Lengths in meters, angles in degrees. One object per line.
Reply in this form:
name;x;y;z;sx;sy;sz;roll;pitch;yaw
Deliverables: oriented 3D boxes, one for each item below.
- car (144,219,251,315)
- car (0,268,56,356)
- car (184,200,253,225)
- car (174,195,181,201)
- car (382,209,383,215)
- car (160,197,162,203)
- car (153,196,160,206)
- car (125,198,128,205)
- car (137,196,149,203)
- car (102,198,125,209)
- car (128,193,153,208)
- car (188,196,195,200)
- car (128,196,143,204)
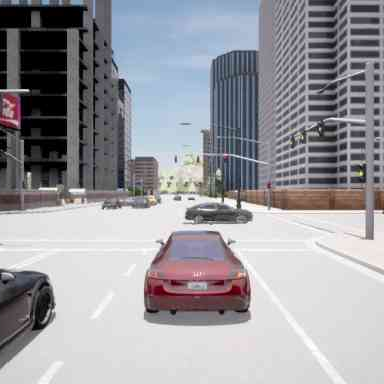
car;0.089;1.564;7.660;1.994;1.385;4.181;0;0;0
car;-3.413;1.564;4.244;1.994;1.385;4.181;0;0;0
car;1.867;1.505;23.766;4.892;1.490;1.837;0;0;0
car;-3.635;1.525;84.205;2.128;1.511;4.902;0;0;0
car;18.507;1.601;27.580;4.718;1.301;1.895;0;0;0
car;-7.106;1.505;66.552;1.837;1.490;4.892;0;0;0
car;-7.120;1.478;56.354;1.882;1.535;5.008;0;0;0
car;-10.637;1.601;53.583;1.895;1.301;4.718;0;0;0
car;-10.616;1.552;72.725;1.994;1.385;4.181;0;0;0
car;-10.662;1.526;44.475;1.812;1.442;4.674;0;0;0
car;-7.159;1.352;47.018;2.097;1.767;4.553;0;0;0
car;-0.135;1.595;84.240;1.895;1.301;4.718;0;0;0
car;-10.612;1.564;62.730;1.994;1.385;4.181;0;0;0
